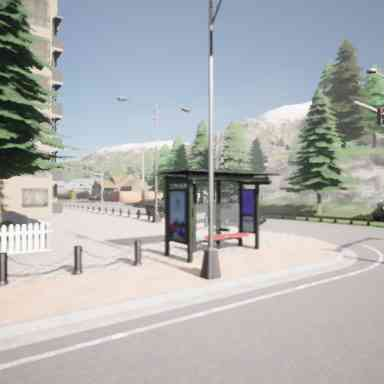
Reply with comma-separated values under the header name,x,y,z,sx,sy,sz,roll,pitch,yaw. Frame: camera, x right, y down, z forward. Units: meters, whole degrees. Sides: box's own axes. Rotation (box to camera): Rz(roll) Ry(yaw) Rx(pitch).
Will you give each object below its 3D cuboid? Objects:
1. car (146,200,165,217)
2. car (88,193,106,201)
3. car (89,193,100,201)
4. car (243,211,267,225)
name,x,y,z,sx,sy,sz,roll,pitch,yaw
car,-2.735,1.527,31.859,1.837,1.490,4.892,0,0,-35
car,-23.404,1.173,82.212,3.866,1.878,1.905,0,0,-36
car,-21.622,1.171,80.396,4.605,1.855,1.932,0,0,-36
car,3.055,1.499,23.589,1.882,1.535,5.008,0,0,-35
